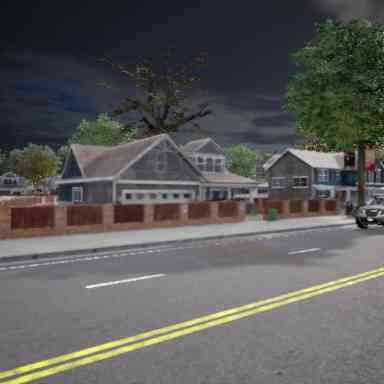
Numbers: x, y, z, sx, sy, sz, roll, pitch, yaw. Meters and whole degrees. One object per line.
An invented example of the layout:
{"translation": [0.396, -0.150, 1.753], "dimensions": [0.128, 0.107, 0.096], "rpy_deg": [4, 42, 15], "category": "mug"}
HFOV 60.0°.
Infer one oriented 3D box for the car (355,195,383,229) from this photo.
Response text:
{"translation": [12.264, 1.211, 20.283], "dimensions": [5.566, 2.045, 2.150], "rpy_deg": [0, 0, -35], "category": "car"}
